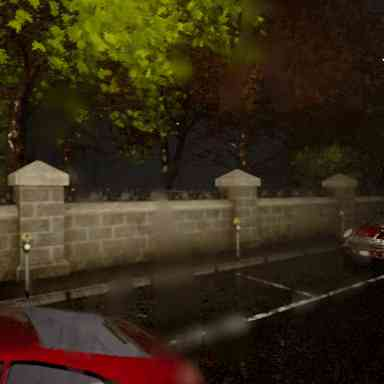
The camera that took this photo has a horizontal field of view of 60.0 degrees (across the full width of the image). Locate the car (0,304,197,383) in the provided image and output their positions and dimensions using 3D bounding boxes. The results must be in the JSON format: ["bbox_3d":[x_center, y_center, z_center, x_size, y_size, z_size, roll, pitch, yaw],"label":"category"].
[{"bbox_3d":[-1.938,1.566,1.996,4.181,1.385,1.994,0,0,-35],"label":"car"}]

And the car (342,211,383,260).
[{"bbox_3d":[7.016,1.382,11.563,4.097,1.590,1.967,0,0,-35],"label":"car"}]
